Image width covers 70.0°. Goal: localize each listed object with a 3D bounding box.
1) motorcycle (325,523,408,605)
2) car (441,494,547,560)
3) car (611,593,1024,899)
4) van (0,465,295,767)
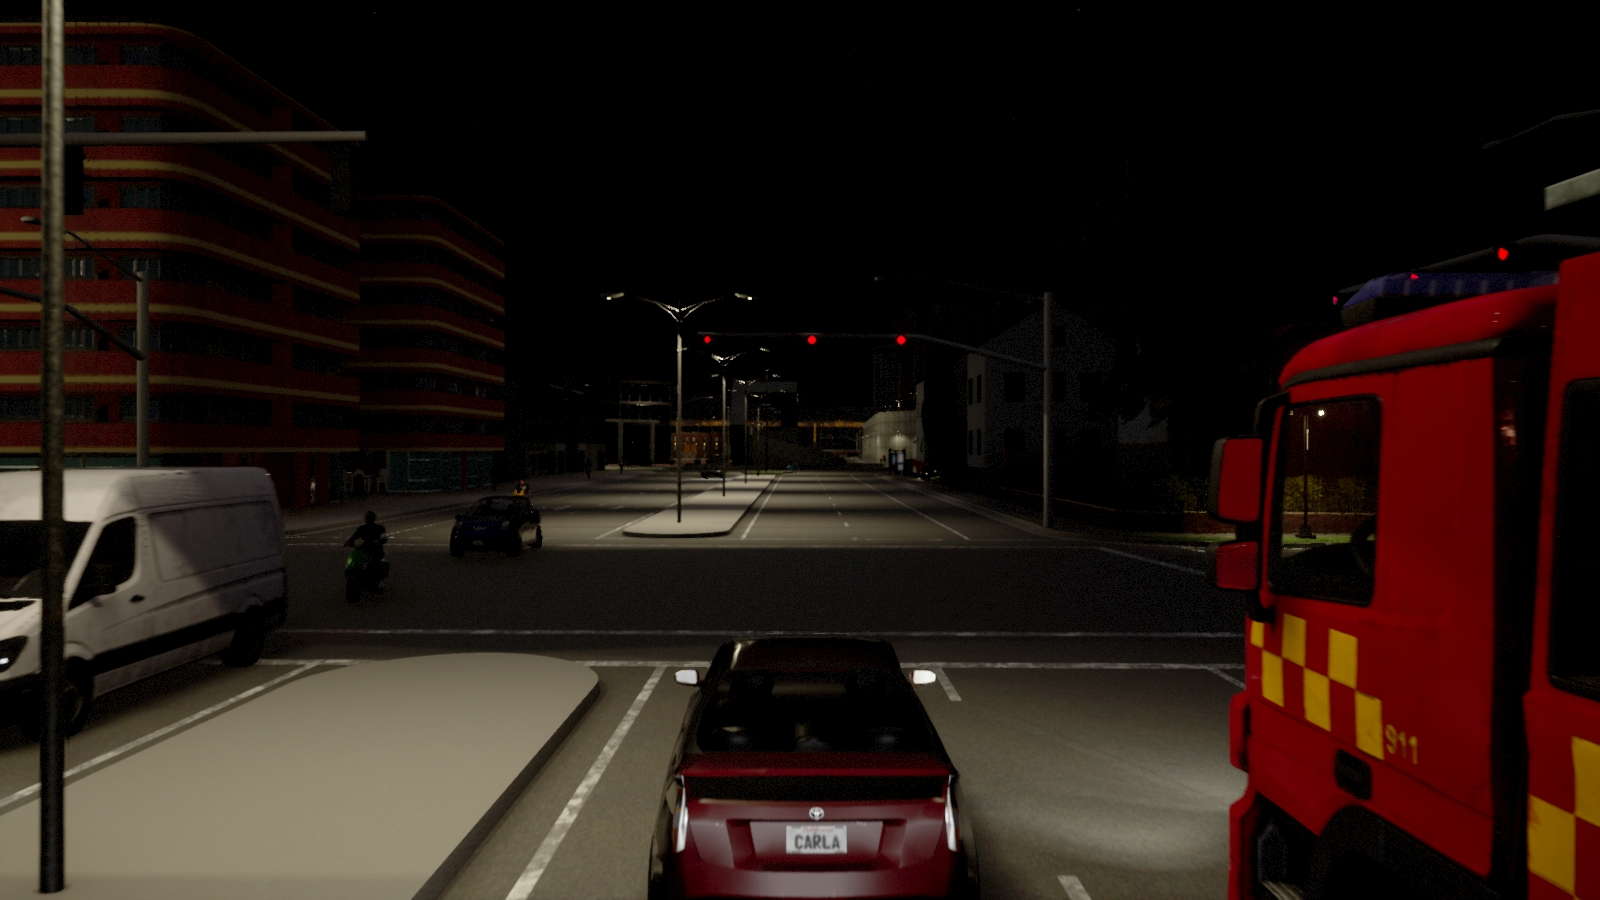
[{"bbox_3d":[-8.009,2.084,21.201,0.856,1.341,1.805,0,0,0],"label":"motorcycle"},{"bbox_3d":[-8.027,1.981,30.288,1.845,1.501,3.633,0,0,0],"label":"car"},{"bbox_3d":[0.056,2.029,7.822,2.007,1.525,4.514,0,0,-1],"label":"car"},{"bbox_3d":[-8.019,1.498,12.930,1.988,2.561,5.915,0,0,0],"label":"van"}]
